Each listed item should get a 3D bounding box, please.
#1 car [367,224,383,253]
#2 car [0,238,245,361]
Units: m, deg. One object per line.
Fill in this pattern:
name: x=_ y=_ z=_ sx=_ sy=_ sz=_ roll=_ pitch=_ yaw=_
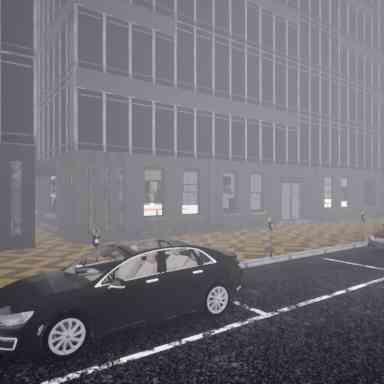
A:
car: x=8.257 y=1.582 z=12.402 sx=4.206 sy=1.307 sz=1.802 roll=0 pitch=0 yaw=-35
car: x=-1.031 y=1.551 z=5.819 sx=4.403 sy=1.369 sz=2.008 roll=0 pitch=0 yaw=-35
